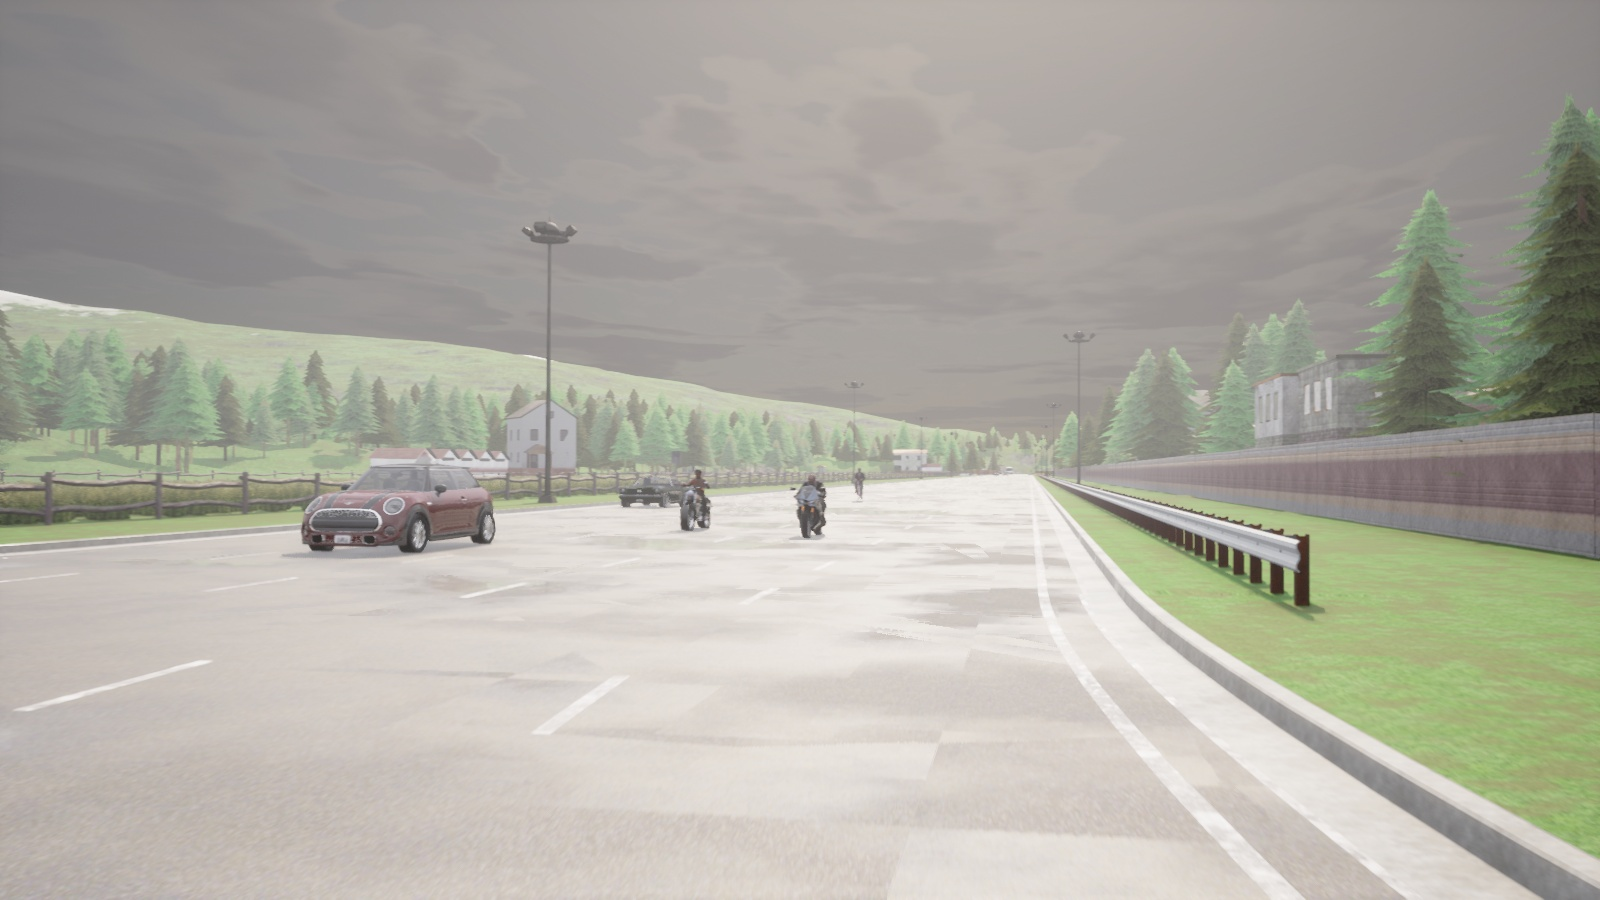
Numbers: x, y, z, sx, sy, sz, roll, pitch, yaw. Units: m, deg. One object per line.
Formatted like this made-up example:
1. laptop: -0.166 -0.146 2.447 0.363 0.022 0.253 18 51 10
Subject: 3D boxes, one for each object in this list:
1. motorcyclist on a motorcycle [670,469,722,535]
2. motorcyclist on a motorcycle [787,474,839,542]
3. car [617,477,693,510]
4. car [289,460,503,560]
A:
1. motorcyclist on a motorcycle: -2.689 1.324 32.829 0.766 1.649 2.350 0 -1 10
2. motorcyclist on a motorcycle: 0.319 1.348 29.832 0.866 1.530 2.191 0 -1 10
3. car: -6.073 1.825 53.107 1.895 1.301 4.718 0 -1 10
4. car: -7.755 1.112 24.639 2.097 1.767 4.553 0 -1 10
